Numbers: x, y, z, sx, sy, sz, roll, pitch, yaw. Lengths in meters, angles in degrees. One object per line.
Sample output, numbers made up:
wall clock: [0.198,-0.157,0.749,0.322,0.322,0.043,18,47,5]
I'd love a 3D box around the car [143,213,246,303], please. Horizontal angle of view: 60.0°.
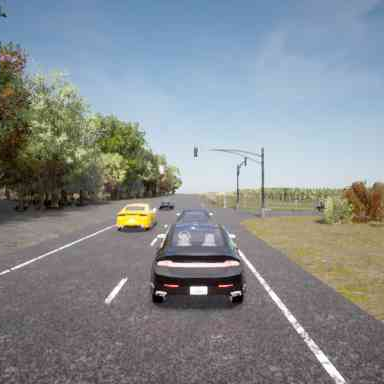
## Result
car: [0.118,1.494,8.184,2.128,1.511,4.902,0,0,0]

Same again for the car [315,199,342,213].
car: [17.459,1.469,39.258,5.566,2.045,2.150,1,-1,1]

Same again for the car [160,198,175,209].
car: [-3.301,1.554,44.633,2.033,1.411,5.357,0,0,0]

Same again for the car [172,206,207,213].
car: [0.137,1.568,17.101,1.994,1.385,4.181,0,0,0]

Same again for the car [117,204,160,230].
car: [-3.357,1.483,21.000,1.882,1.535,5.008,0,0,0]
